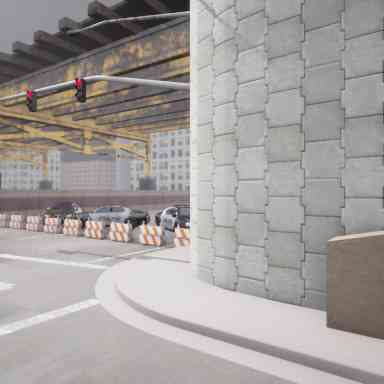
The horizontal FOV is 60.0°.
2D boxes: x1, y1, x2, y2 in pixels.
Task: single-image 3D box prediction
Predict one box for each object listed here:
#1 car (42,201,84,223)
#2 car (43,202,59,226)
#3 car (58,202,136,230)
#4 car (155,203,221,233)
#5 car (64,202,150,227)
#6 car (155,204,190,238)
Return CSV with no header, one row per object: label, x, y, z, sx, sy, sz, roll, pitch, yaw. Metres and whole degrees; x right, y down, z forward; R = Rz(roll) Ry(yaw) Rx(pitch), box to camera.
car,-8.827,1.302,23.116,1.853,1.218,4.536,0,0,-10
car,-8.818,1.460,23.064,2.038,1.542,4.974,0,0,-10
car,-5.123,1.458,20.310,4.974,1.542,2.038,0,0,0
car,-0.377,1.299,17.771,1.853,1.218,4.536,0,0,-25
car,-5.071,1.300,20.310,4.536,1.218,1.853,0,0,0
car,-0.355,1.456,17.724,2.038,1.542,4.974,0,0,-25
